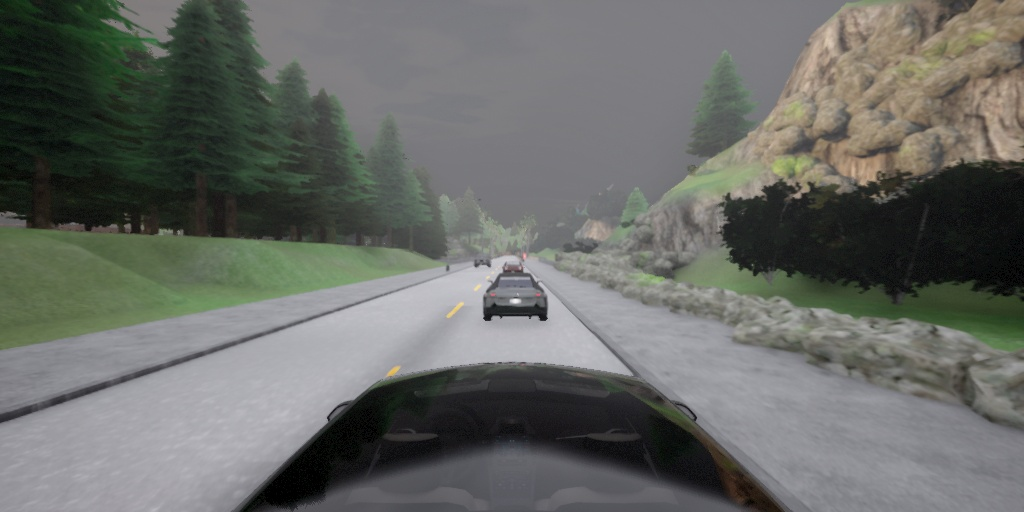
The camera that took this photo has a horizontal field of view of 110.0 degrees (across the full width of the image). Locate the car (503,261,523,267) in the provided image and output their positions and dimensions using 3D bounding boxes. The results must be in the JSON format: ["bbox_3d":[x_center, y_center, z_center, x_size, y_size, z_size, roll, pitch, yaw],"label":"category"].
[{"bbox_3d":[0.105,1.116,33.884,1.895,1.301,4.718,0,0,0],"label":"car"}]

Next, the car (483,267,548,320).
[{"bbox_3d":[0.102,1.238,12.194,1.994,1.385,4.181,0,0,0],"label":"car"}]

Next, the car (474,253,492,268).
[{"bbox_3d":[-4.057,0.621,50.280,2.150,2.045,5.566,0,0,0],"label":"car"}]
